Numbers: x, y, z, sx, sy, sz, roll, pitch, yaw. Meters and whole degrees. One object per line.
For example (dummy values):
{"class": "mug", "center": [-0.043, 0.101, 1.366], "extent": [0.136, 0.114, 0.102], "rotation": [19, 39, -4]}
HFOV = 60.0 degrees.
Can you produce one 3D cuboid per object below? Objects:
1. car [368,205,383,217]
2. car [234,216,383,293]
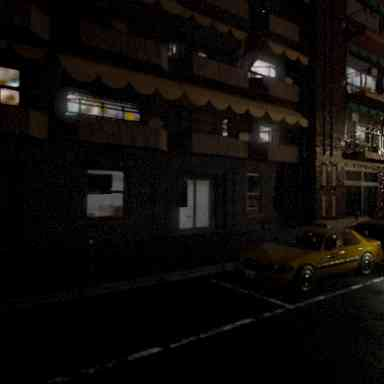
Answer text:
{"class": "car", "center": [7.943, 1.309, 12.212], "extent": [5.009, 1.841, 2.192], "rotation": [0, 1, -35]}
{"class": "car", "center": [3.270, 1.522, 8.881], "extent": [4.829, 1.417, 1.752], "rotation": [0, 1, -35]}
